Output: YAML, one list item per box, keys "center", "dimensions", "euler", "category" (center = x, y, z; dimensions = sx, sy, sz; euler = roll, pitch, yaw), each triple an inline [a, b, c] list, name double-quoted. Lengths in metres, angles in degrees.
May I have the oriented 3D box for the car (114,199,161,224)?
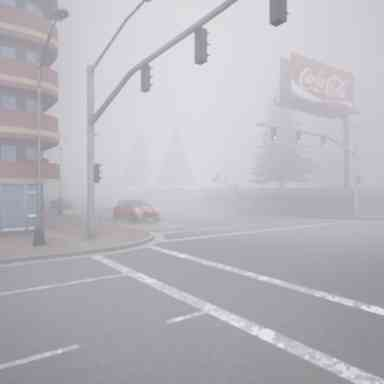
- center: [-4.174, 1.317, 24.937]
  dimensions: [2.097, 1.767, 4.553]
  euler: [0, 0, -36]
  category: "car"

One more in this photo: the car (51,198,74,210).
- center: [-16.362, 1.459, 41.799]
  dimensions: [2.128, 1.511, 4.902]
  euler: [0, 0, -36]
  category: "car"
